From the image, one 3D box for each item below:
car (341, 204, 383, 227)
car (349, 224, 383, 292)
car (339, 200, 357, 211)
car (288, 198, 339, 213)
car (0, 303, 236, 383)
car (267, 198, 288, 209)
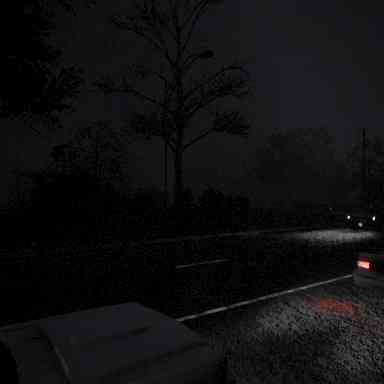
[{"bbox_3d":[11.601,1.604,20.922,4.718,1.301,1.895,0,0,-39],"label":"car"},{"bbox_3d":[5.950,1.549,7.815,5.357,1.411,2.033,0,0,-35],"label":"car"},{"bbox_3d":[17.506,1.608,37.060,1.895,1.301,4.718,0,0,-29],"label":"car"},{"bbox_3d":[13.443,1.510,37.157,1.837,1.490,4.892,0,1,-28],"label":"car"},{"bbox_3d":[-1.940,1.601,2.328,4.718,1.301,1.895,0,0,-35],"label":"car"},{"bbox_3d":[12.525,1.526,46.333,2.128,1.511,4.902,0,0,-27],"label":"car"}]
